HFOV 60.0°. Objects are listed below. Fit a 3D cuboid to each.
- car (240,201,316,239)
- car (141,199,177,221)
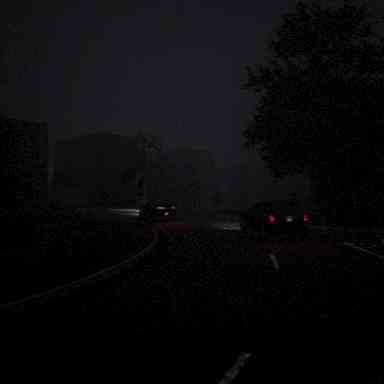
[{"bbox_3d":[3.964,1.220,16.699,2.097,1.767,4.553,0,0,-9],"label":"car"},{"bbox_3d":[-2.633,1.319,25.763,2.128,1.511,4.902,-1,1,-20],"label":"car"}]
